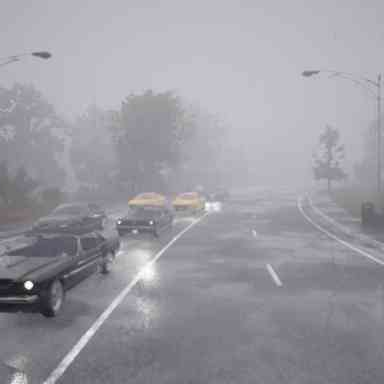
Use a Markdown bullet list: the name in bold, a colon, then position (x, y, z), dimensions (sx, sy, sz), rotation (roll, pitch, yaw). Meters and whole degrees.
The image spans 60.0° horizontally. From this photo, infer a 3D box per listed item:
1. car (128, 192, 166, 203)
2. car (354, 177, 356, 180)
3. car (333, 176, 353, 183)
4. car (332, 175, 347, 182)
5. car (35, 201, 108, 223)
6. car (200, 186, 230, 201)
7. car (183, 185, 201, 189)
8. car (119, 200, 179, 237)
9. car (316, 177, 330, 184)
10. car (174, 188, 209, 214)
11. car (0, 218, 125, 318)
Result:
- **car**: position (-3.631, 0.798, 27.335), dimensions (1.882, 1.535, 5.008), rotation (0, 3, 13)
- **car**: position (42.259, -3.436, 84.205), dimensions (4.718, 1.301, 1.895), rotation (-4, 3, -40)
- **car**: position (34.810, -2.850, 77.093), dimensions (5.357, 1.411, 2.033), rotation (-5, 3, -44)
- **car**: position (37.613, -3.368, 84.746), dimensions (4.892, 1.490, 1.837), rotation (-5, 3, -42)
- **car**: position (-5.714, 1.266, 16.265), dimensions (1.837, 1.490, 4.892), rotation (0, 2, 8)
- **car**: position (2.941, 0.151, 37.669), dimensions (2.128, 1.511, 4.902), rotation (0, 4, 19)
- **car**: position (0.030, -0.065, 39.926), dimensions (2.097, 1.767, 4.553), rotation (0, 3, 20)
- **car**: position (-2.157, 1.347, 16.593), dimensions (1.895, 1.301, 4.718), rotation (0, 2, 9)
- **car**: position (30.392, -2.704, 77.469), dimensions (1.812, 1.442, 4.674), rotation (0, 3, 43)
- **car**: position (-0.222, 0.802, 26.602), dimensions (1.882, 1.535, 5.008), rotation (0, 3, 14)
- **car**: position (-3.175, 1.547, 7.523), dimensions (1.895, 1.301, 4.718), rotation (0, 1, 4)
